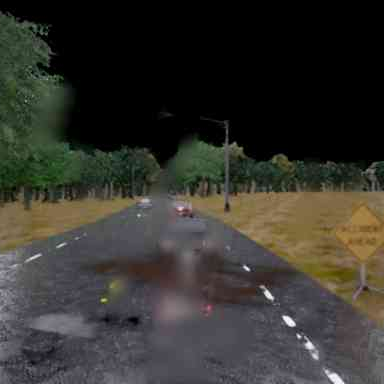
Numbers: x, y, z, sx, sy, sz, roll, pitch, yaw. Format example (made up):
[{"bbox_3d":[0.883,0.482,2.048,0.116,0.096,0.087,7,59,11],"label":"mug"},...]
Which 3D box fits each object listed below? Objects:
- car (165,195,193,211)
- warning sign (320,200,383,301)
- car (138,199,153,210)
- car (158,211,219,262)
[{"bbox_3d":[-1.070,1.396,28.674,2.097,1.767,4.553,0,0,-4],"label":"car"},{"bbox_3d":[3.473,1.117,6.781,1.300,1.860,1.060,0,0,-1],"label":"warning sign"},{"bbox_3d":[-6.184,1.624,44.287,1.812,1.442,4.674,0,0,-6],"label":"car"},{"bbox_3d":[-0.170,1.611,12.198,1.895,1.301,4.718,0,0,-2],"label":"car"}]
